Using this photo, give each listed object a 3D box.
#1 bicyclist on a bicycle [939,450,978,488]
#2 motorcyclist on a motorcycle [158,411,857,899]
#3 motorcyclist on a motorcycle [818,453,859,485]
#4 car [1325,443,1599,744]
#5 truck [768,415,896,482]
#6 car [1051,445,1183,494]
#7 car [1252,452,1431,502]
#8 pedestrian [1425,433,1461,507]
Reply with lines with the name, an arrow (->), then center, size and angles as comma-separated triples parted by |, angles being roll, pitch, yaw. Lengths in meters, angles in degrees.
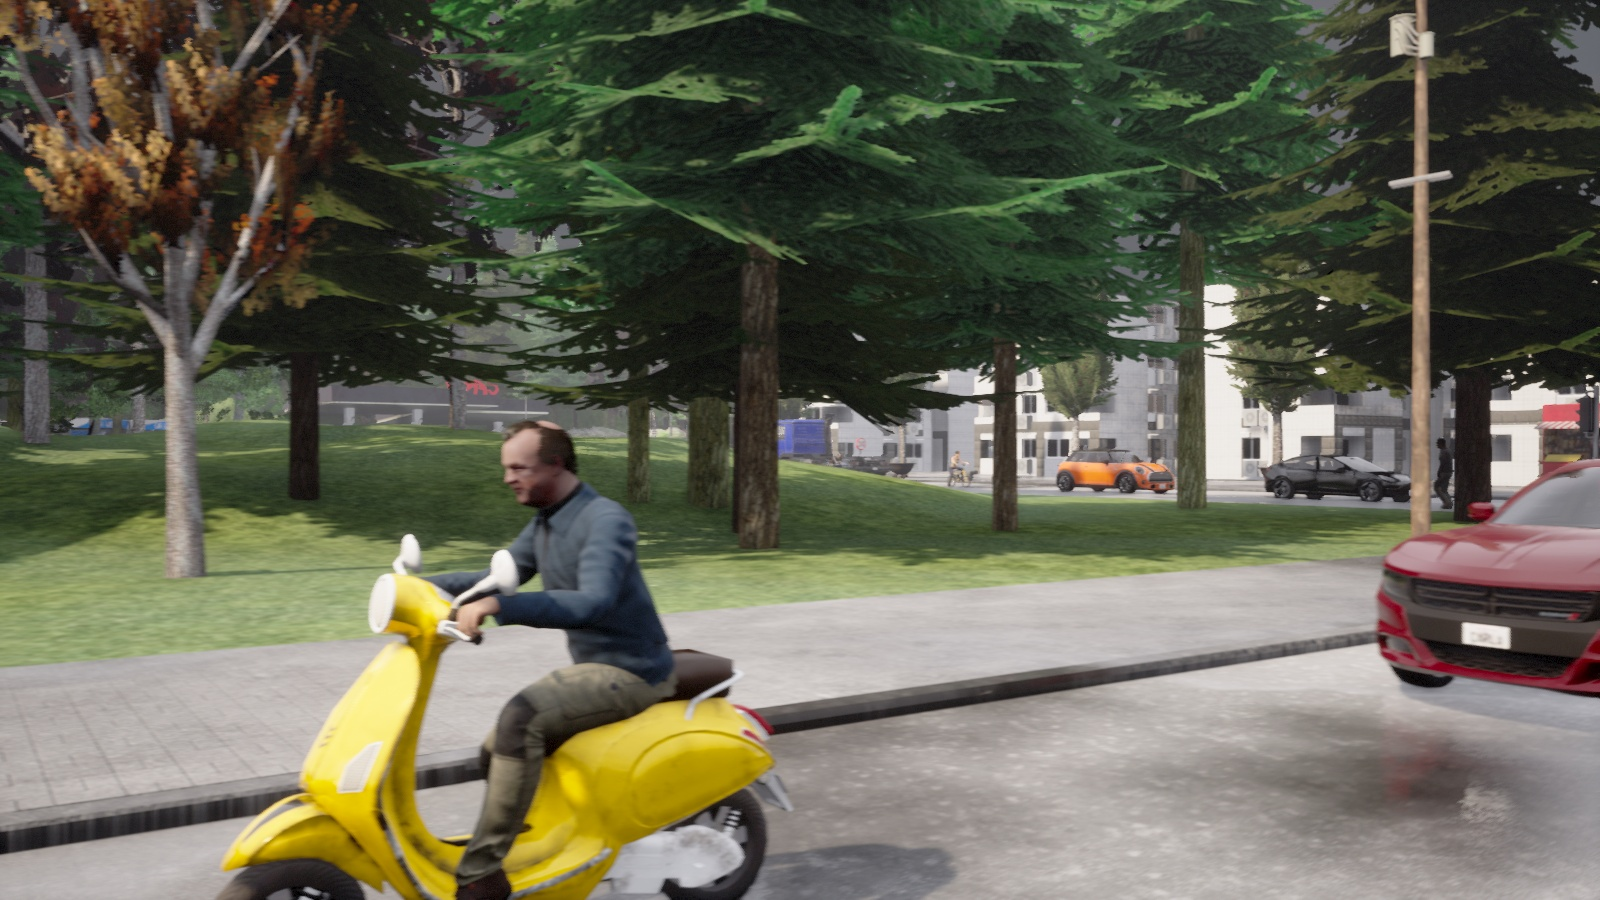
bicyclist on a bicycle -> 6.875, 0.801, 54.500 | 0.866, 1.612, 1.509 | 0, 0, -35
motorcyclist on a motorcycle -> -0.817, 0.709, 3.713 | 1.817, 1.590, 0.866 | 0, 0, -35
motorcyclist on a motorcycle -> 1.876, 0.927, 61.669 | 0.866, 1.530, 2.191 | 0, 0, -35
car -> 5.790, 0.731, 8.309 | 5.008, 1.535, 1.882 | 0, 0, -35
truck -> 1.615, -0.069, 69.042 | 2.891, 3.462, 7.936 | 0, 0, -35
car -> 11.874, 0.694, 47.323 | 2.097, 1.767, 4.553 | 0, 0, -34
car -> 17.096, 0.806, 39.866 | 2.163, 1.488, 4.792 | 0, 0, -34
pedestrian -> 16.218, 0.498, 31.687 | 0.431, 1.840, 0.703 | 0, 0, -40
